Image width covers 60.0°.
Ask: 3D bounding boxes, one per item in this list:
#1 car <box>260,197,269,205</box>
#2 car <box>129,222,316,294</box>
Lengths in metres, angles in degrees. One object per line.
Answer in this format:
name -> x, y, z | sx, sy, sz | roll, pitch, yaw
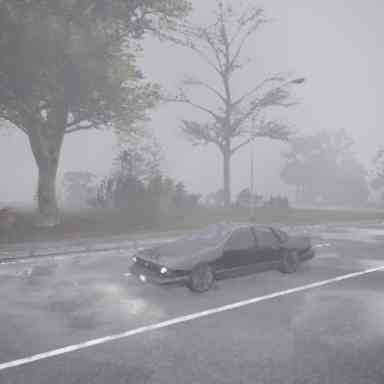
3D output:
car -> 13.309, 1.593, 58.392 | 1.837, 1.490, 4.892 | 0, 0, -24
car -> 1.088, 1.547, 8.982 | 5.357, 1.411, 2.033 | 0, 0, -35
